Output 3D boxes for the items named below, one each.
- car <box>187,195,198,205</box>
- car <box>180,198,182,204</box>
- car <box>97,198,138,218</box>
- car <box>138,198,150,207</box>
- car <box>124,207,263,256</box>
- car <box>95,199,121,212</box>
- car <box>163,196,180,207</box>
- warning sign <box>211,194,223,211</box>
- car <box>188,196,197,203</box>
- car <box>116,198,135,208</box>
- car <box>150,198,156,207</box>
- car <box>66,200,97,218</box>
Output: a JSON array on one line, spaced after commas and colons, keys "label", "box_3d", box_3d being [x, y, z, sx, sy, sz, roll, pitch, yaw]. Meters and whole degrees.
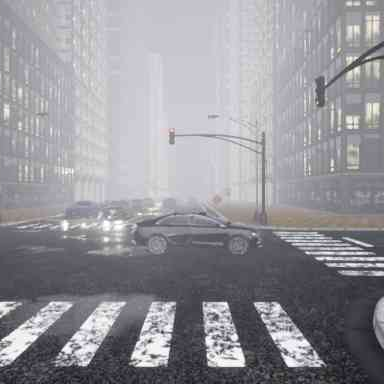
[{"label": "car", "box_3d": [0.075, 1.631, 61.478, 1.812, 1.442, 4.674, 0, 0, 0]}, {"label": "car", "box_3d": [-3.182, 1.629, 69.925, 2.128, 1.511, 4.902, 0, 0, 0]}, {"label": "car", "box_3d": [-6.614, 1.517, 30.096, 2.128, 1.511, 4.902, 0, 0, 0]}, {"label": "car", "box_3d": [-6.618, 1.520, 39.623, 1.882, 1.535, 5.008, 0, 0, 0]}, {"label": "car", "box_3d": [0.190, 1.495, 12.643, 4.902, 1.511, 2.128, 0, 0, 2]}, {"label": "car", "box_3d": [-9.867, 1.606, 39.476, 1.994, 1.385, 4.181, 0, 0, 0]}, {"label": "car", "box_3d": [-3.172, 1.541, 48.230, 1.882, 1.535, 5.008, 0, 0, 0]}, {"label": "warning sign", "box_3d": [2.835, 1.154, 37.533, 1.300, 1.860, 1.060, 0, 0, 0]}, {"label": "car", "box_3d": [0.034, 1.622, 71.325, 1.882, 1.535, 5.008, 0, 0, 0]}, {"label": "car", "box_3d": [-9.863, 1.631, 49.400, 1.994, 1.385, 4.181, 0, 0, 0]}, {"label": "car", "box_3d": [-6.617, 1.593, 49.670, 1.812, 1.442, 4.674, 0, 0, 0]}, {"label": "car", "box_3d": [-9.868, 1.503, 30.343, 1.882, 1.535, 5.008, 0, 0, 0]}]
